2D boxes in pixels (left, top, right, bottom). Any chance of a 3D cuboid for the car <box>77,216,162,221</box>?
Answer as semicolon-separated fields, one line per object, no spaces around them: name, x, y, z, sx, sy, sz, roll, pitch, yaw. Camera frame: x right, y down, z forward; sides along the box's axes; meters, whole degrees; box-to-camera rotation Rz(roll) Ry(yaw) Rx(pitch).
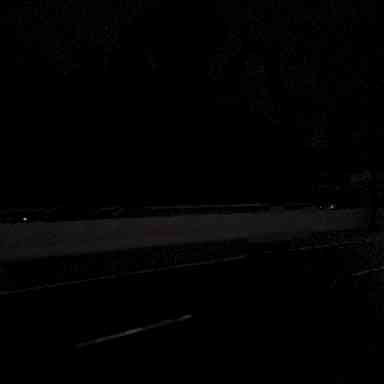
car;-3.613;1.512;18.417;4.674;1.442;1.812;0;0;-34

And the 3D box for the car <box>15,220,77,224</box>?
car;-7.779;1.472;19.808;4.902;1.511;2.128;0;0;-34
